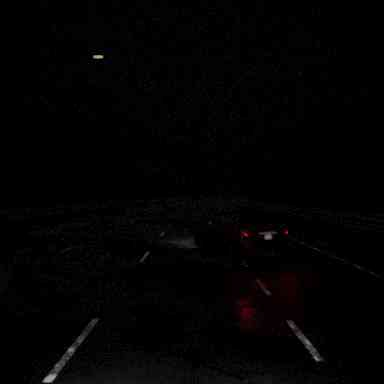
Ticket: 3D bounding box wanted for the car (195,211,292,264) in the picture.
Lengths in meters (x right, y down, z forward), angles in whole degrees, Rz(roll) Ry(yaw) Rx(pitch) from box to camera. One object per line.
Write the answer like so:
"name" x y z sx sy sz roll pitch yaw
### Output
"car" 1.733 1.499 12.741 2.097 1.767 4.553 0 -1 -20
